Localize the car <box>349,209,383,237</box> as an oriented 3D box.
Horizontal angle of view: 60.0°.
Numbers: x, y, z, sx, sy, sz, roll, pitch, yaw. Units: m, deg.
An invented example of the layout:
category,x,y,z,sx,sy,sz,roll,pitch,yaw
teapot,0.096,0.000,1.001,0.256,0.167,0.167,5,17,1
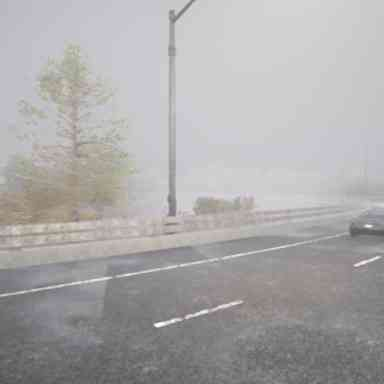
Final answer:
category,x,y,z,sx,sy,sz,roll,pitch,yaw
car,9.838,1.596,17.346,1.994,1.385,4.181,0,0,44
